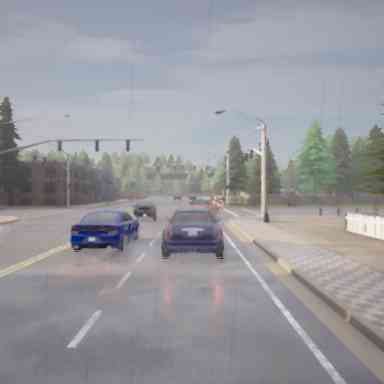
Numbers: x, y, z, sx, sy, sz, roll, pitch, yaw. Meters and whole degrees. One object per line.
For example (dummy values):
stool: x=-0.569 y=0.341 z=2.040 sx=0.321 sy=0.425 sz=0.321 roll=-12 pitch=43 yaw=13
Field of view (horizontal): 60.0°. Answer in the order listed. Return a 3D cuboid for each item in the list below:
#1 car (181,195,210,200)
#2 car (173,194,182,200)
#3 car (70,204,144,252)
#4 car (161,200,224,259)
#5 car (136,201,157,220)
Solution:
car: x=0.967 y=1.358 z=27.669 sx=2.097 sy=1.767 sz=4.553 roll=0 pitch=0 yaw=15
car: x=-3.482 y=1.368 z=80.689 sx=1.837 sy=1.490 sz=4.892 roll=0 pitch=0 yaw=0
car: x=-3.445 y=1.481 z=13.985 sx=1.882 sy=1.535 sz=5.008 roll=0 pitch=0 yaw=1
car: x=0.045 y=1.354 z=12.810 sx=2.097 sy=1.767 sz=4.553 roll=0 pitch=0 yaw=1
car: x=-4.012 y=1.513 z=27.881 sx=1.837 sy=1.490 sz=4.892 roll=0 pitch=0 yaw=-9
